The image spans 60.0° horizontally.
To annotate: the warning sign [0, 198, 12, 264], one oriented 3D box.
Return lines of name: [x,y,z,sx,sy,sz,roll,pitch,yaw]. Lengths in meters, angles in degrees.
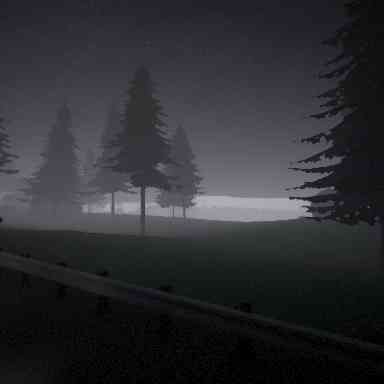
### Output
warning sign: [-6.092,1.114,9.552,1.060,1.860,1.300,0,0,38]
